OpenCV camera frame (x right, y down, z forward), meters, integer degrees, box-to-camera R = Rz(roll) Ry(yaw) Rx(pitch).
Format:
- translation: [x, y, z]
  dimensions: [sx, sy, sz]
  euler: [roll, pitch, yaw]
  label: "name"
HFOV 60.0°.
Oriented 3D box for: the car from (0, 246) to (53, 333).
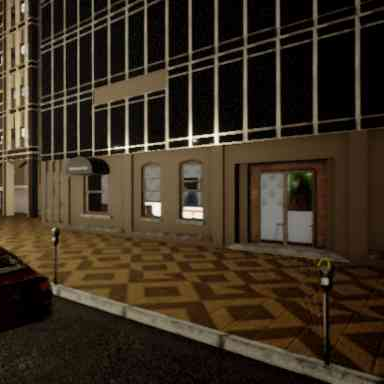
- translation: [-4.096, 1.542, 5.806]
  dimensions: [4.206, 1.307, 1.802]
  euler: [0, 0, 36]
  label: "car"
